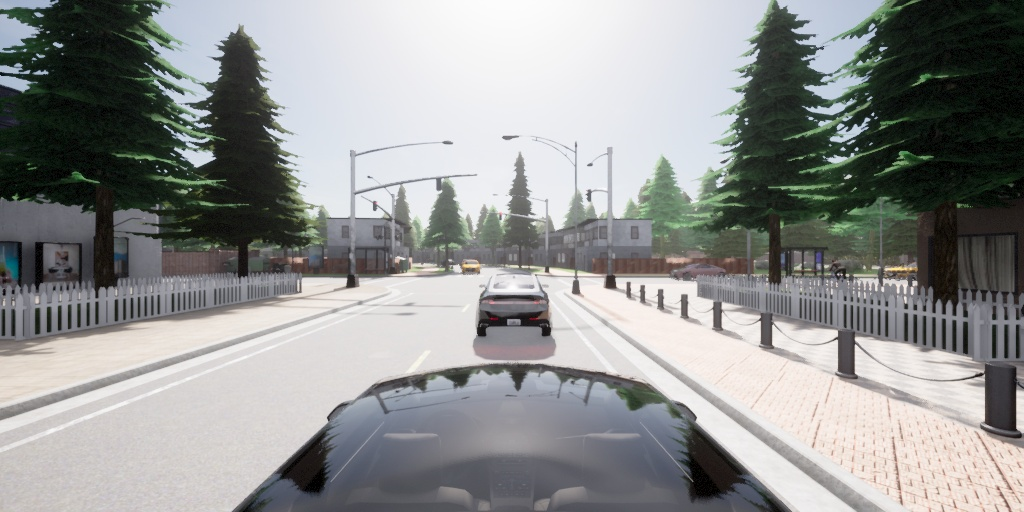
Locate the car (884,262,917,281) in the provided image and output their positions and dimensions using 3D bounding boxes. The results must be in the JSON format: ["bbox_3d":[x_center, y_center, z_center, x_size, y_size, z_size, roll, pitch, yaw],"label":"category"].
[{"bbox_3d":[33.267,1.211,29.063,5.008,1.535,1.882,0,0,2],"label":"car"}]

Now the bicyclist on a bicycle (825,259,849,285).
[{"bbox_3d":[19.886,1.035,21.978,0.582,1.620,1.656,0,0,2],"label":"bicyclist on a bicycle"}]

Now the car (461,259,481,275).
[{"bbox_3d":[-4.425,1.192,39.205,1.882,1.535,5.008,0,0,-4],"label":"car"}]

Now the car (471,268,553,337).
[{"bbox_3d":[0.056,1.241,10.291,2.128,1.511,4.902,0,0,0],"label":"car"}]

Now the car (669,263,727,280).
[{"bbox_3d":[15.295,1.298,29.595,4.181,1.385,1.994,0,0,2],"label":"car"}]

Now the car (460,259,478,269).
[{"bbox_3d":[-6.609,1.192,54.740,1.882,1.535,5.008,0,0,-15],"label":"car"}]
